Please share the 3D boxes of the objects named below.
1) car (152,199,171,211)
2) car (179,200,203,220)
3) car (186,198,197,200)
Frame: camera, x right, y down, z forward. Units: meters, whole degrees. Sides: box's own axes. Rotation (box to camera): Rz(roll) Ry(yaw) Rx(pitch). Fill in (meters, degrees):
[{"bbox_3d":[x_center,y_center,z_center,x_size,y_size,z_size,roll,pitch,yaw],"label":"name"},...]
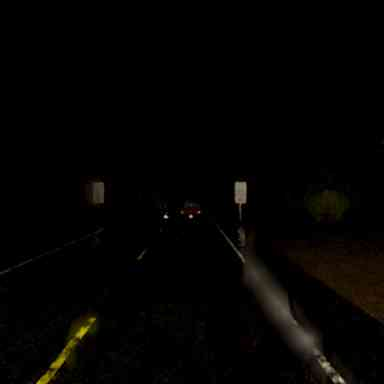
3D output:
[{"bbox_3d":[-3.657,1.580,40.597,1.994,1.385,4.181,0,0,0],"label":"car"},{"bbox_3d":[-0.078,1.596,27.874,1.895,1.301,4.718,0,0,0],"label":"car"},{"bbox_3d":[-0.092,1.515,46.081,2.128,1.511,4.902,0,0,0],"label":"car"}]
